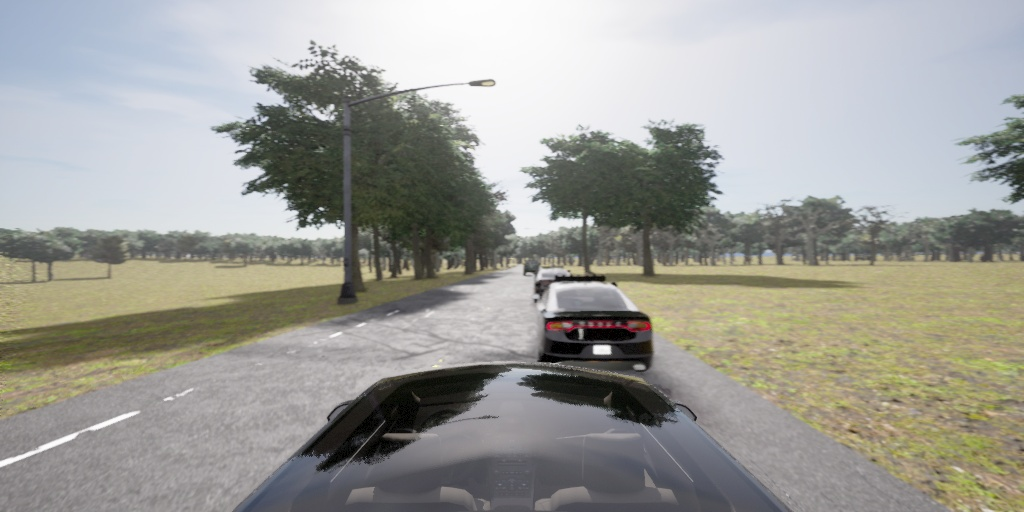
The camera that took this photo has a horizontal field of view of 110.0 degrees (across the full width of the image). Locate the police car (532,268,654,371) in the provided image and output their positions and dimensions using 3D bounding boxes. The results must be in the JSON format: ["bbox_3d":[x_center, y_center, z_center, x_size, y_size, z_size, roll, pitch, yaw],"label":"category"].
[{"bbox_3d":[1.482,1.222,7.934,1.930,1.638,5.238,-1,-1,3],"label":"police car"}]

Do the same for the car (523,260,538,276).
[{"bbox_3d":[2.594,1.537,47.294,2.150,2.045,5.566,-1,-1,3],"label":"car"}]

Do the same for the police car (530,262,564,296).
[{"bbox_3d":[2.023,1.316,17.921,1.930,1.638,5.238,-1,-1,3],"label":"police car"}]
